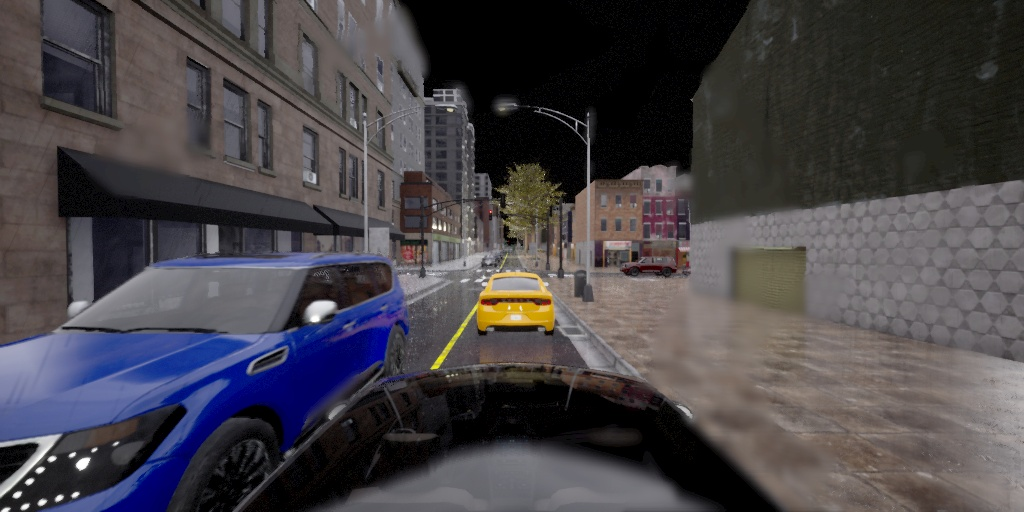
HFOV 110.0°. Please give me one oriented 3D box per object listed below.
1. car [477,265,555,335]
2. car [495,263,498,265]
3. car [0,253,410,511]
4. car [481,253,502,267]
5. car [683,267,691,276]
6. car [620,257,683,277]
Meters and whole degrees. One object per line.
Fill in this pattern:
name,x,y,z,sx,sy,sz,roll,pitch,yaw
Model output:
car,0.097,1.206,10.467,1.882,1.535,5.008,0,0,0
car,0.071,1.250,19.909,1.895,1.301,4.718,0,1,0
car,-2.848,0.971,4.096,2.150,2.045,5.566,0,0,0
car,-2.833,0.613,46.024,2.128,1.511,4.902,0,2,1
car,18.109,1.296,33.449,4.207,1.307,1.802,0,0,0
car,12.707,0.952,33.440,5.009,1.841,2.192,0,0,0
